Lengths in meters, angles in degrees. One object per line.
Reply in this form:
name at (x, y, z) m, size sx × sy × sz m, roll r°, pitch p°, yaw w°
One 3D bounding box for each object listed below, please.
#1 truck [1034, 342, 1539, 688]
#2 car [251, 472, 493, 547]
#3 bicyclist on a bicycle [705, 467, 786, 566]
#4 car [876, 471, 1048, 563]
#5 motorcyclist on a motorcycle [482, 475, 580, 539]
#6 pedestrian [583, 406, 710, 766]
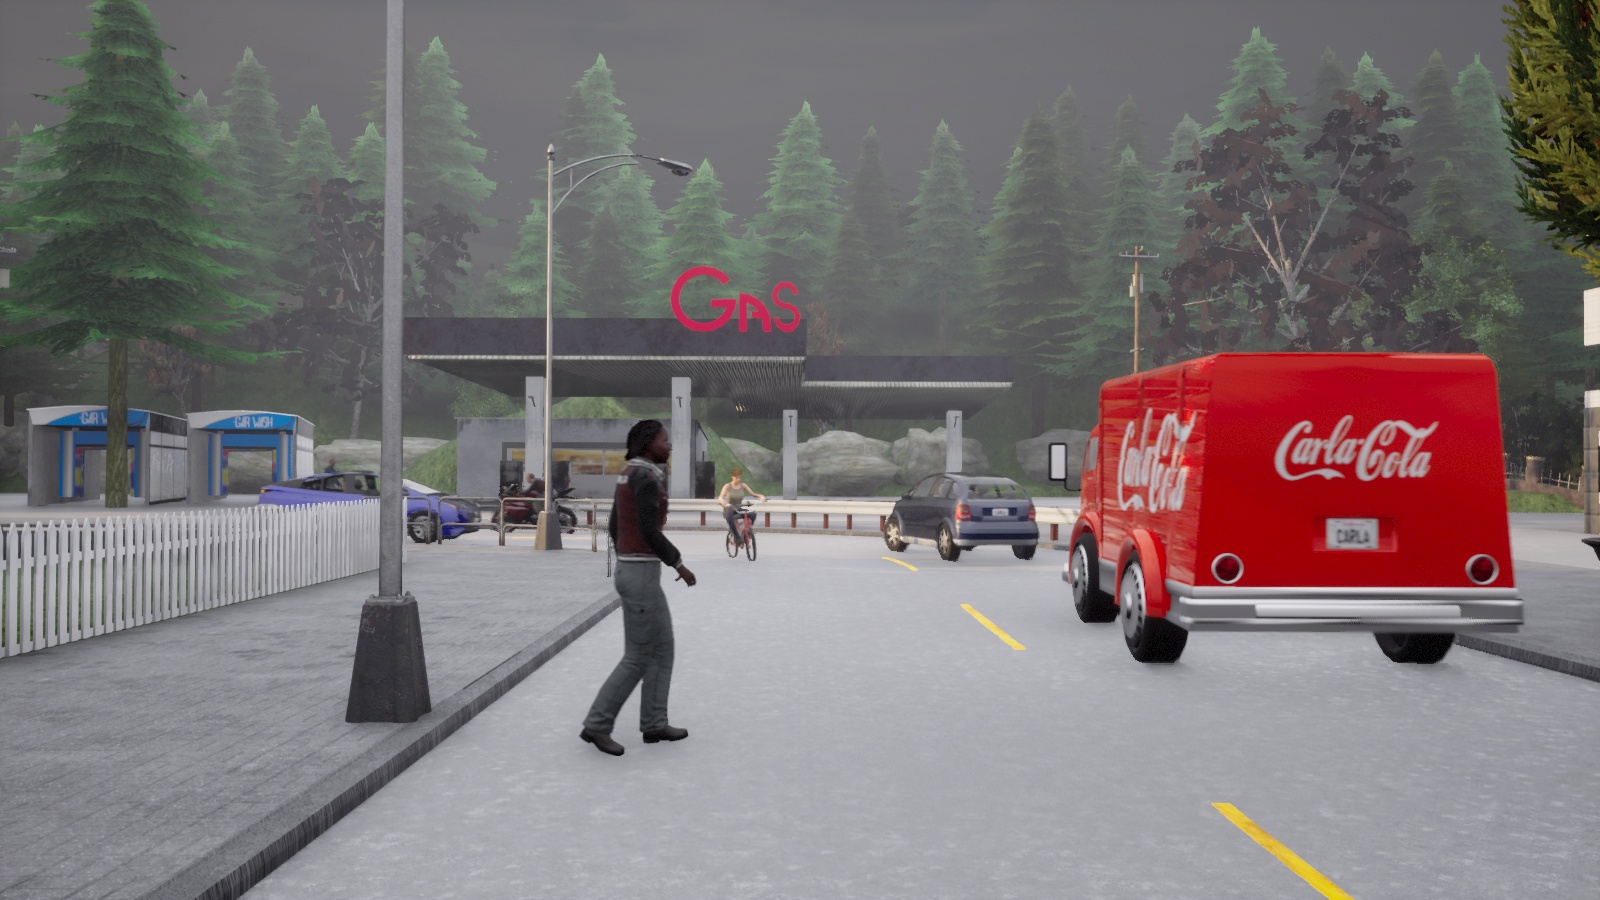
truck at (3.973, 0.506, 11.616) m, size 2.627 × 2.467 × 5.204 m, roll 0°, pitch -1°, yaw 0°
car at (-9.102, 1.250, 26.994) m, size 4.514 × 1.525 × 2.007 m, roll 0°, pitch -1°, yaw 1°
bicyclist on a bicycle at (-0.968, 1.122, 21.815) m, size 0.866 × 1.612 × 1.509 m, roll -3°, pitch 0°, yaw -22°
car at (2.907, 1.175, 23.368) m, size 1.789 × 1.549 × 3.705 m, roll 0°, pitch -1°, yaw -17°
motorcyclist on a motorcycle at (-6.604, 1.394, 30.842) m, size 2.191 × 1.530 × 0.866 m, roll 0°, pitch 0°, yaw 11°
pedestrian at (-0.862, 0.733, 7.010) m, size 0.666 × 1.930 × 0.402 m, roll 0°, pitch -1°, yaw -12°
